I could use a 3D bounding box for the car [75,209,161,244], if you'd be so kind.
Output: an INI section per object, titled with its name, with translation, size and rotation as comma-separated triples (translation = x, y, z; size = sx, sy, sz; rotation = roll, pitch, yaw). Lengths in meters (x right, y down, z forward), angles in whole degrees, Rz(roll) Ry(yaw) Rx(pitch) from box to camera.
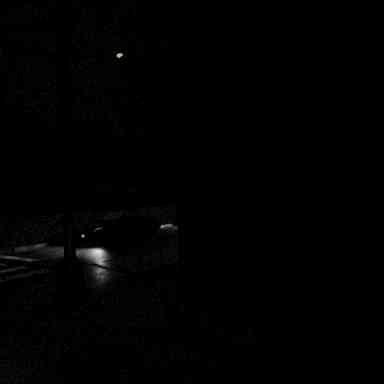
[car]
translation = -3.422, 1.576, 16.276
size = 1.812, 1.442, 4.674
rotation = -4, -1, 34
